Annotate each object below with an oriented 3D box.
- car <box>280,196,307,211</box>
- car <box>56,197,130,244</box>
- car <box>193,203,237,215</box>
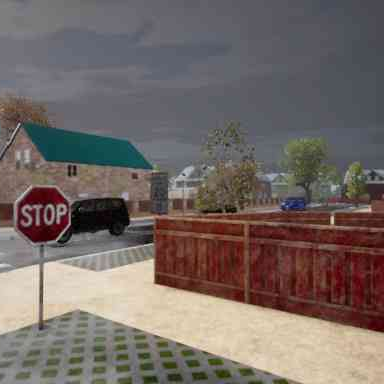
[{"bbox_3d":[13.782,1.566,44.891,2.150,2.045,5.566,1,0,35],"label":"car"},{"bbox_3d":[-5.617,1.286,16.918,2.150,2.045,5.566,1,1,35],"label":"car"},{"bbox_3d":[1.973,1.652,27.925,1.882,1.535,5.008,1,0,35],"label":"car"}]
